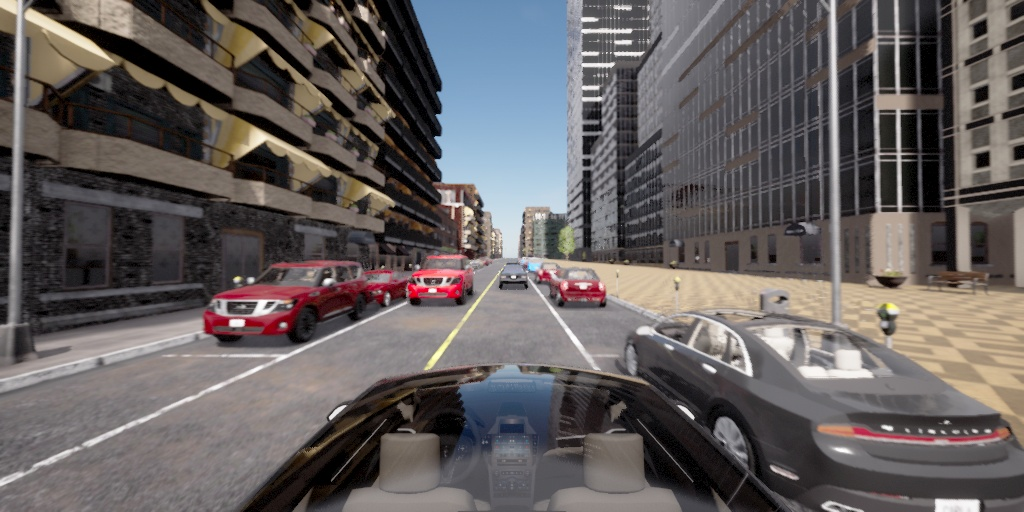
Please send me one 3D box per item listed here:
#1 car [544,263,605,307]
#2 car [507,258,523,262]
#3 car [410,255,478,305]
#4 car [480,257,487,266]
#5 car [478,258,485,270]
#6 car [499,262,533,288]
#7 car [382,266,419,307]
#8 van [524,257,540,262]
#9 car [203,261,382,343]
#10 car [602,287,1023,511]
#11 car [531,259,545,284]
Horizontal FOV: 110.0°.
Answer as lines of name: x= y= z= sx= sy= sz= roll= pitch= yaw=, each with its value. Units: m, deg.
car: x=2.690 y=1.193 z=15.495 sx=1.967 sy=1.591 sz=4.097 roll=0 pitch=0 yaw=0
car: x=0.095 y=1.244 z=48.621 sx=1.882 sy=1.535 sz=5.008 roll=0 pitch=0 yaw=0
car: x=-3.003 y=0.961 z=16.316 sx=2.150 sy=2.045 sz=5.566 roll=0 pitch=0 yaw=0
car: x=-5.695 y=1.297 z=59.883 sx=1.751 sy=1.417 sz=4.829 roll=0 pitch=0 yaw=0
car: x=-5.694 y=1.320 z=54.482 sx=2.007 sy=1.370 sz=4.403 roll=0 pitch=0 yaw=0
car: x=0.097 y=1.304 z=24.108 sx=2.033 sy=1.411 sz=5.357 roll=0 pitch=0 yaw=0
car: x=-5.691 y=1.299 z=15.496 sx=1.888 sy=1.381 sz=4.507 roll=0 pitch=0 yaw=0
van: x=2.688 y=1.105 z=43.344 sx=1.690 sy=1.789 sz=3.998 roll=0 pitch=0 yaw=0
car: x=-5.690 y=1.067 z=9.926 sx=2.192 sy=1.841 sz=5.009 roll=0 pitch=0 yaw=0
car: x=2.691 y=1.301 z=4.356 sx=2.007 sy=1.370 sz=4.403 roll=0 pitch=0 yaw=0
car: x=2.689 y=1.197 z=26.635 sx=1.967 sy=1.591 sz=4.097 roll=0 pitch=0 yaw=0
